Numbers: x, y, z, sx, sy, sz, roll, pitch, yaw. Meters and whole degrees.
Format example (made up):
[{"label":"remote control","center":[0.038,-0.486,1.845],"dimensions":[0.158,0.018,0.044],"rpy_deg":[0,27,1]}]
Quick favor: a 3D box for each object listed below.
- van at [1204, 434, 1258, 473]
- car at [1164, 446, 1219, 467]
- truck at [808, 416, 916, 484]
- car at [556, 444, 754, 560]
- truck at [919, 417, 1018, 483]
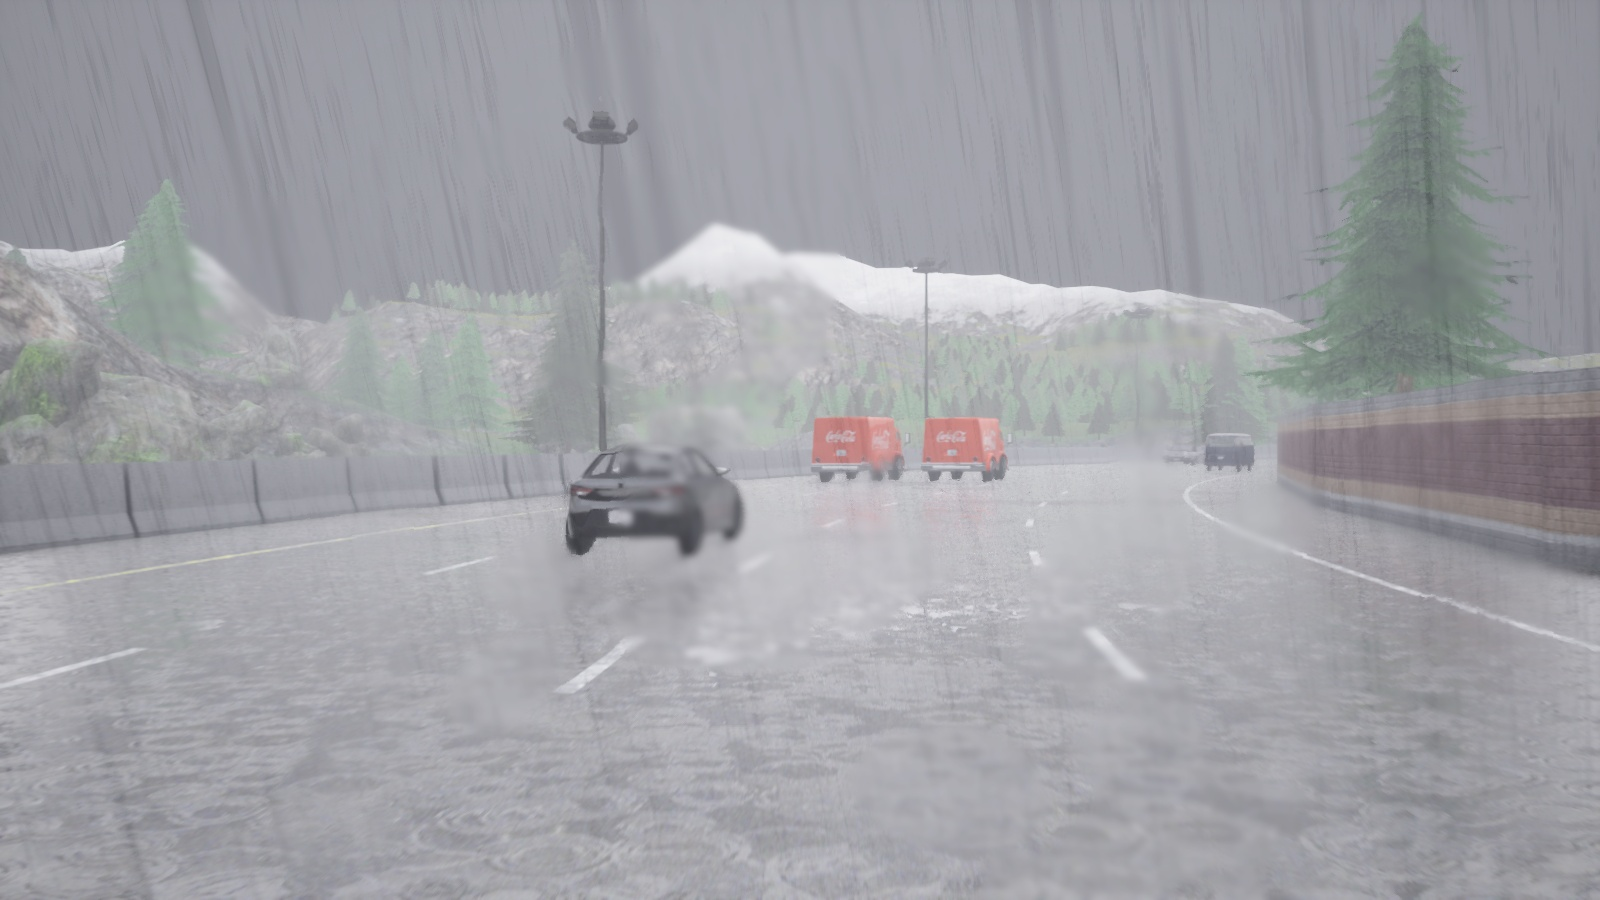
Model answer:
[{"label":"van","center":[22.513,0.155,65.495],"dimensions":[1.775,1.987,4.442],"rpy_deg":[0,0,31]},{"label":"car","center":[25.743,0.410,82.553],"dimensions":[1.895,1.301,4.718],"rpy_deg":[0,0,38]},{"label":"truck","center":[2.488,-0.011,48.494],"dimensions":[2.627,2.467,5.204],"rpy_deg":[0,0,21]},{"label":"car","center":[-1.951,0.655,18.210],"dimensions":[1.816,1.474,4.193],"rpy_deg":[0,0,9]},{"label":"truck","center":[6.743,-0.013,49.730],"dimensions":[2.627,2.467,5.204],"rpy_deg":[0,0,22]}]
